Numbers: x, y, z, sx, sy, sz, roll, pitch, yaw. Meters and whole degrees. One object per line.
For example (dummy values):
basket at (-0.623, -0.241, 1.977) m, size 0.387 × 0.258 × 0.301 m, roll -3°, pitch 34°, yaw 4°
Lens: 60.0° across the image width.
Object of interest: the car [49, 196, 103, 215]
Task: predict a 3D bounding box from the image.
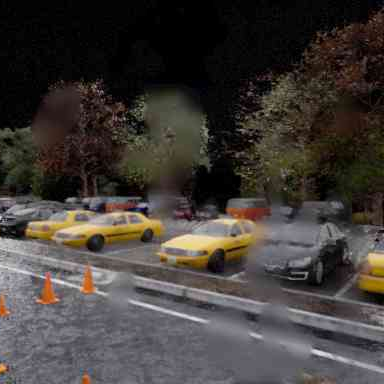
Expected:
car at (-13.352, 1.522, 38.703) m, size 2.435 × 2.045 × 5.566 m, roll 0°, pitch -1°, yaw 36°

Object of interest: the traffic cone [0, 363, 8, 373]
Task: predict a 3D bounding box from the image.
traffic cone at (-2.589, 1.981, 4.220) m, size 0.340 × 0.580 × 0.340 m, roll 0°, pitch -1°, yaw 36°

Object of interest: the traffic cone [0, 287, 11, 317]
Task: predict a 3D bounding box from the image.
traffic cone at (-3.618, 1.992, 6.204) m, size 0.340 × 0.580 × 0.340 m, roll 0°, pitch -1°, yaw 36°

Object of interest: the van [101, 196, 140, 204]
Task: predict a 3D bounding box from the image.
van at (-6.585, 1.505, 33.878) m, size 1.878 × 1.987 × 4.442 m, roll 0°, pitch -1°, yaw 36°

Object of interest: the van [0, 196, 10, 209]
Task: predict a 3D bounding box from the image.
van at (-31.187, 1.664, 52.070) m, size 1.878 × 1.987 × 4.442 m, roll 0°, pitch -1°, yaw 36°

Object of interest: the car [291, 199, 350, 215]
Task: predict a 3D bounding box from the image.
car at (8.948, 1.464, 22.283) m, size 2.435 × 2.045 × 5.566 m, roll 0°, pitch 0°, yaw 36°

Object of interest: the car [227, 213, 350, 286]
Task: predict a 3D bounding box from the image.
car at (3.363, 1.629, 10.116) m, size 2.231 × 1.521 × 4.892 m, roll 0°, pitch 0°, yaw 36°

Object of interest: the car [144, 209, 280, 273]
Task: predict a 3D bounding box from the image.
car at (1.017, 1.613, 11.612) m, size 1.946 × 1.575 × 5.366 m, roll 0°, pitch 0°, yaw 36°

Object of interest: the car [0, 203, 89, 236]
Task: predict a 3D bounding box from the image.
car at (-7.796, 1.600, 18.352) m, size 2.231 × 1.521 × 4.892 m, roll 0°, pitch 0°, yaw 36°

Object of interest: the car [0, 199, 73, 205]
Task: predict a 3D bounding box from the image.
car at (-10.008, 1.482, 20.036) m, size 2.185 × 1.767 × 4.553 m, roll 0°, pitch -1°, yaw 36°

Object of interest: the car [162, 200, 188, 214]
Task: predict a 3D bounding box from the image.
car at (0.043, 1.725, 28.866) m, size 2.163 × 1.488 × 4.792 m, roll 0°, pitch -1°, yaw 36°

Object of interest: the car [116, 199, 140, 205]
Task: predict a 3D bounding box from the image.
car at (-4.424, 1.716, 32.140) m, size 2.097 × 1.535 × 5.008 m, roll 0°, pitch -1°, yaw 36°

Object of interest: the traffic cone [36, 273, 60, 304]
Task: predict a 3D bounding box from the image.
traffic cone at (-3.030, 2.000, 7.011) m, size 0.340 × 0.580 × 0.340 m, roll 0°, pitch -1°, yaw 36°

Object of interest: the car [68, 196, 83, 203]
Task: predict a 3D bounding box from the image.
car at (-11.125, 1.507, 37.056) m, size 2.435 × 2.045 × 5.566 m, roll 0°, pitch -1°, yaw 36°

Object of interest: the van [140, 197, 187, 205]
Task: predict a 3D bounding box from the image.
van at (-2.251, 1.477, 30.394) m, size 1.878 × 1.987 × 4.442 m, roll 0°, pitch -1°, yaw 36°

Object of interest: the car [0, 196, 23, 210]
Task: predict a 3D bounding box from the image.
car at (-29.045, 1.623, 50.306) m, size 2.435 × 2.045 × 5.566 m, roll 0°, pitch -1°, yaw 36°

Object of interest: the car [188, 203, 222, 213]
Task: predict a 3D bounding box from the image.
car at (2.165, 1.723, 27.297) m, size 2.163 × 1.488 × 4.792 m, roll 0°, pitch 0°, yaw 37°

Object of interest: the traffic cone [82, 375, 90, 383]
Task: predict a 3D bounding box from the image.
traffic cone at (-0.972, 1.977, 3.043) m, size 0.340 × 0.580 × 0.340 m, roll 0°, pitch -1°, yaw 36°

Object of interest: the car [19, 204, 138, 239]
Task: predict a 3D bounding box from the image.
car at (-5.457, 1.595, 16.861) m, size 1.946 × 1.575 × 5.366 m, roll 0°, pitch 0°, yaw 36°

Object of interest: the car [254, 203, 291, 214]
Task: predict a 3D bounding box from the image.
car at (6.686, 1.734, 23.883) m, size 2.163 × 1.488 × 4.792 m, roll 0°, pitch 0°, yaw 36°

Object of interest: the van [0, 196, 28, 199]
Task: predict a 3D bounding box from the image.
van at (-14.420, 1.408, 23.405) m, size 1.878 × 1.987 × 4.442 m, roll 0°, pitch -1°, yaw 36°

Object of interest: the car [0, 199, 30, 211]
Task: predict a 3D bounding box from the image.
car at (-26.704, 1.859, 48.601) m, size 2.097 × 1.535 × 5.008 m, roll 0°, pitch -1°, yaw 36°

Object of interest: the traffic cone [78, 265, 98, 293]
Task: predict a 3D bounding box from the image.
traffic cone at (-2.444, 2.008, 7.816) m, size 0.340 × 0.580 × 0.340 m, roll 0°, pitch -1°, yaw 37°

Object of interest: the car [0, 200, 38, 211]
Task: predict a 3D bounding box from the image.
car at (-24.474, 1.885, 46.956) m, size 2.002 × 1.452 × 4.674 m, roll 0°, pitch -1°, yaw 36°

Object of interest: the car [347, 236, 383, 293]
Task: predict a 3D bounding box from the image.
car at (5.702, 1.636, 8.609) m, size 1.946 × 1.575 × 5.366 m, roll 0°, pitch 0°, yaw 36°

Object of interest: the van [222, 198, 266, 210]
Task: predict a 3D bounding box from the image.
van at (4.447, 1.472, 25.721) m, size 1.878 × 1.987 × 4.442 m, roll 0°, pitch 0°, yaw 36°

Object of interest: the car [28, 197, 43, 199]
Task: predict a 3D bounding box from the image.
car at (-17.795, 1.802, 42.013) m, size 2.097 × 1.535 × 5.008 m, roll 0°, pitch -1°, yaw 36°

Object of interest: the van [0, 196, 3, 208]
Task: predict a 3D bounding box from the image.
van at (-33.314, 1.677, 53.642) m, size 1.878 × 1.987 × 4.442 m, roll 0°, pitch -1°, yaw 36°

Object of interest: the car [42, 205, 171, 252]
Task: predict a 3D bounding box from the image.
car at (-3.544, 1.596, 14.985) m, size 1.946 × 1.575 × 5.366 m, roll 0°, pitch 0°, yaw 36°

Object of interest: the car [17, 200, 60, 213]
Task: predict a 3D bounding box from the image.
car at (-20.118, 1.857, 43.741) m, size 2.002 × 1.452 × 4.674 m, roll 0°, pitch -1°, yaw 36°

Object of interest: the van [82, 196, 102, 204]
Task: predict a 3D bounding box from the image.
van at (-8.951, 1.518, 35.338) m, size 1.878 × 1.987 × 4.442 m, roll 0°, pitch -1°, yaw 36°
